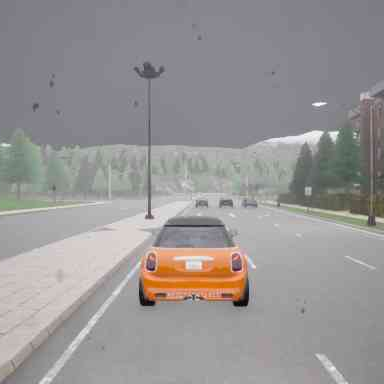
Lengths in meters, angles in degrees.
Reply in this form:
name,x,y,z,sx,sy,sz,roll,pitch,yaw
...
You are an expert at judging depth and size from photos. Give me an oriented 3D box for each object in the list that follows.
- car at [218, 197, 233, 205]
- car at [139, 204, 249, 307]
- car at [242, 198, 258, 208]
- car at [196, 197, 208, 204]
name,x,y,z,sx,sy,sz,roll,pitch,yaw
car,4.990,1.477,49.356,1.882,1.535,5.008,0,0,2
car,0.068,1.352,8.168,2.097,1.767,4.553,0,0,1
car,8.488,1.547,49.227,2.033,1.411,5.357,0,0,2
car,1.480,1.526,49.147,1.812,1.442,4.674,0,0,2
